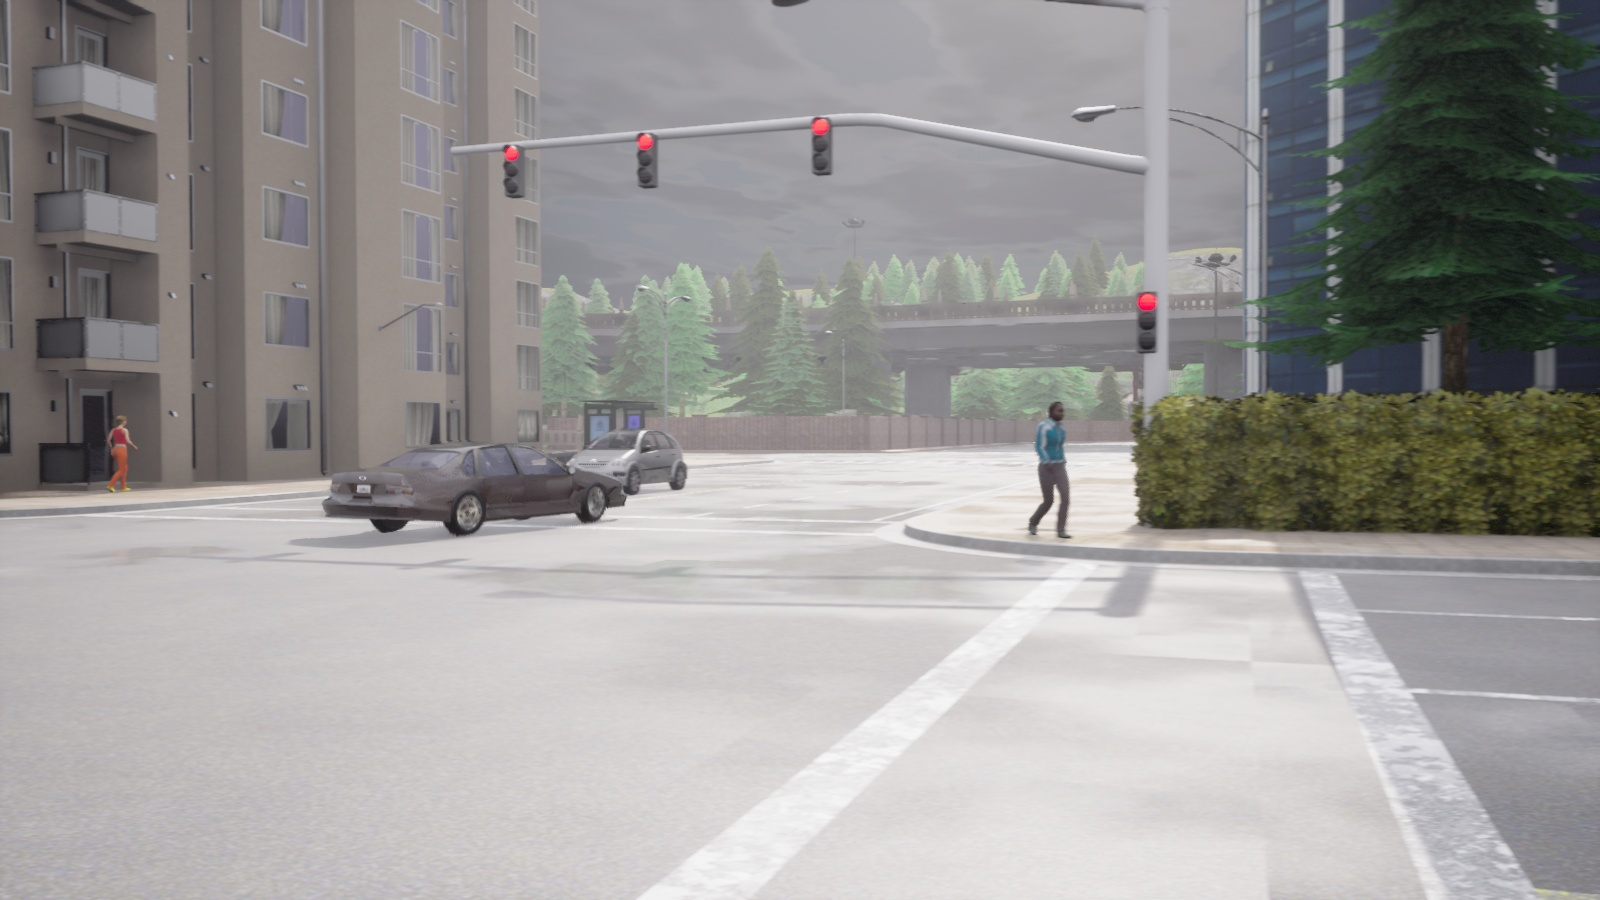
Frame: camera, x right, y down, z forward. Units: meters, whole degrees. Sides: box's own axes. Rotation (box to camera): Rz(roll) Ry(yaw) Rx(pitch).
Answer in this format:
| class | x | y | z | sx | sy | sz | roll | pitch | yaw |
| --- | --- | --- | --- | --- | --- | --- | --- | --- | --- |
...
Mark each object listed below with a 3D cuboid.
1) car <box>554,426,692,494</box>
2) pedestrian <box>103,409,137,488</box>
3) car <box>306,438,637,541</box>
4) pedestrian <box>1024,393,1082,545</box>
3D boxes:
| class | x | y | z | sx | sy | sz | roll | pitch | yaw |
| --- | --- | --- | --- | --- | --- | --- | --- | --- | --- |
| car | -4.425 | 0.195 | 32.016 | 1.851 | 1.617 | 3.988 | 1 | 1 | 19 |
| pedestrian | -15.951 | -0.047 | 29.451 | 0.345 | 1.836 | 0.594 | 1 | 1 | 26 |
| car | -5.090 | 0.529 | 20.368 | 2.033 | 1.411 | 5.357 | 1 | 1 | 29 |
| pedestrian | 3.266 | 0.234 | 16.259 | 0.396 | 1.930 | 0.692 | 0 | 1 | -23 |
